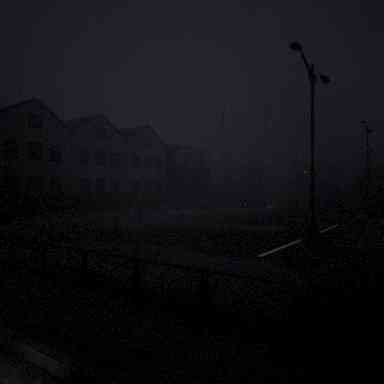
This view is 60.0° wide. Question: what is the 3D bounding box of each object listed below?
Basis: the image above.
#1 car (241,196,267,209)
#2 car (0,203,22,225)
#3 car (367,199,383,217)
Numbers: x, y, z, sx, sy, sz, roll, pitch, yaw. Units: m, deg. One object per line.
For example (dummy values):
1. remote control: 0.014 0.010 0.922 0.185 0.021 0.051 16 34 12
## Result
1. car: 7.975 1.313 42.816 1.837 1.490 4.892 0 0 35
2. car: -12.742 1.334 19.934 1.812 1.442 4.674 0 0 35
3. car: 15.420 1.298 26.809 2.007 1.523 4.514 0 0 35
